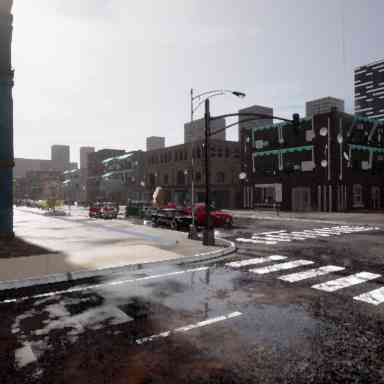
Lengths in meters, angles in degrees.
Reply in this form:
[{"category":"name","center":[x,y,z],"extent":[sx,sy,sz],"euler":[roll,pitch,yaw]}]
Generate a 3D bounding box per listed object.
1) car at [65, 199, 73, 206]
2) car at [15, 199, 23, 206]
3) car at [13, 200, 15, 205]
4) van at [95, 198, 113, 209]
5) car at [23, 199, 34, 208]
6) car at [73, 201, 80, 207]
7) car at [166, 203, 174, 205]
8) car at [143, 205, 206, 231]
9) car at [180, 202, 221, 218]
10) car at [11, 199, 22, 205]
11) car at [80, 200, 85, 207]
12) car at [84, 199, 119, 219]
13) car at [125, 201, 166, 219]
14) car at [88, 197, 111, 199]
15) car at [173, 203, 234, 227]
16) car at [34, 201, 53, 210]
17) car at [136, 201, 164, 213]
[{"category":"car","center":[-28.003,2.364,75.486],"extent":[1.947,1.339,4.313],"euler":[-1,0,-35]},{"category":"car","center":[-38.042,2.380,75.155],"extent":[1.967,1.590,4.097],"euler":[-1,0,-35]},{"category":"car","center":[-41.240,2.547,79.672],"extent":[2.008,1.369,4.403],"euler":[-1,0,-35]},{"category":"van","center":[-15.207,1.907,57.420],"extent":[1.690,1.788,3.998],"euler":[-1,0,-35]},{"category":"car","center":[-31.640,2.376,66.123],"extent":[2.008,1.369,4.403],"euler":[-1,0,-35]},{"category":"car","center":[-21.603,2.228,66.453],"extent":[1.887,1.381,4.507],"euler":[-1,0,-35]},{"category":"car","center":[-2.402,1.904,39.355],"extent":[1.802,1.307,4.206],"euler":[-2,0,-35]},{"category":"car","center":[-1.315,1.815,23.116],"extent":[1.947,1.339,4.313],"euler":[-1,0,-35]},{"category":"car","center":[0.797,1.810,34.839],"extent":[2.008,1.369,4.403],"euler":[-2,0,-35]},{"category":"car","center":[-44.439,2.598,84.188],"extent":[1.887,1.381,4.507],"euler":[-1,0,-35]},{"category":"car","center":[-18.408,1.940,61.936],"extent":[2.192,1.841,5.009],"euler":[-1,0,-35]},{"category":"car","center":[-9.242,1.847,34.508],"extent":[1.967,1.590,4.097],"euler":[-1,0,-35]},{"category":"car","center":[-4.897,1.689,32.875],"extent":[2.097,1.767,4.553],"euler":[-1,0,-35]},{"category":"car","center":[-11.044,1.678,41.567],"extent":[2.150,2.045,5.566],"euler":[-1,0,-35]},{"category":"car","center":[0.964,1.698,24.602],"extent":[1.882,1.535,5.008],"euler":[-1,0,-35]},{"category":"car","center":[-25.141,2.233,56.951],"extent":[1.752,1.417,4.829],"euler":[-1,0,-35]},{"category":"car","center":[-5.601,1.966,43.871],"extent":[1.802,1.307,4.206],"euler":[-1,0,-35]}]
